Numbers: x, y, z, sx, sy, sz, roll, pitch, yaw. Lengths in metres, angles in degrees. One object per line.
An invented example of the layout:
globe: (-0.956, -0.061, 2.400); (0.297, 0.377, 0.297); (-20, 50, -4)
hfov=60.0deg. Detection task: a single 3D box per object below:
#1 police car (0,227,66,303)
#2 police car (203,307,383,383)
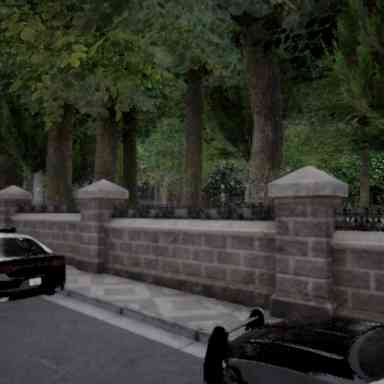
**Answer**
police car: (-5.326, 1.738, 8.716); (5.238, 1.638, 1.930); (-1, -3, 39)
police car: (2.425, 1.591, 2.395); (5.238, 1.638, 1.930); (-1, -3, 39)
